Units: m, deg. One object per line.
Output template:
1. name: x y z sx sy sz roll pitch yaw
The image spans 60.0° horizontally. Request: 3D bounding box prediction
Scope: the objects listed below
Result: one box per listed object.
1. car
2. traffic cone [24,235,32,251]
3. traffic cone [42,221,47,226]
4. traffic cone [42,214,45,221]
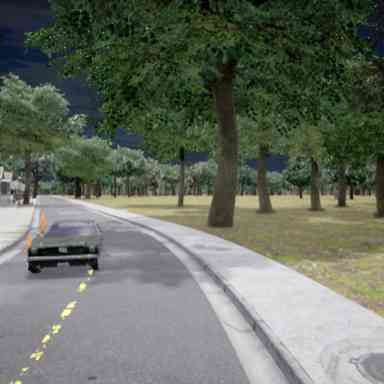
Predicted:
1. car: -3.880 1.594 10.851 1.895 1.301 4.718 0 0 -13
2. traffic cone: -6.226 1.943 12.764 0.340 0.580 0.340 0 0 -16
3. traffic cone: -7.738 1.938 17.281 0.340 0.580 0.340 0 0 -21
4. traffic cone: -9.677 1.932 21.733 0.340 0.580 0.340 0 0 -25
